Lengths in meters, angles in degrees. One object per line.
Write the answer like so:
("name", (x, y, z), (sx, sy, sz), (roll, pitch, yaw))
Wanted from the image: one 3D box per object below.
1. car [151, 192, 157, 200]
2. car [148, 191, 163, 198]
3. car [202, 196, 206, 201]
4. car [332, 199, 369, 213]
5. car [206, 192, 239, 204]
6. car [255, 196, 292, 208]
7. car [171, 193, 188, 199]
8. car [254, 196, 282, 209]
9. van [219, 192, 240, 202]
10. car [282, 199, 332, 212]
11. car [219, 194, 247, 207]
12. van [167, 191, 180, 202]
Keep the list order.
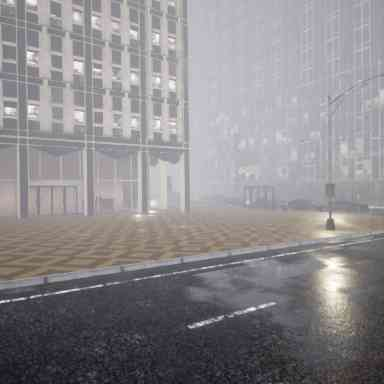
("car", (-9.788, 1.040, 69.279), (2.008, 1.369, 4.403), (0, 1, -34))
("car", (-9.252, 0.686, 83.388), (1.967, 1.590, 4.097), (0, 1, -34))
("car", (3.535, 1.043, 64.591), (1.802, 1.307, 4.206), (0, 1, -34))
("car", (16.426, 1.405, 35.328), (1.994, 1.385, 4.181), (-1, 1, -34))
("car", (4.861, 1.159, 52.356), (1.837, 1.490, 4.892), (-1, 1, -34))
("car", (10.687, 1.275, 43.763), (1.812, 1.442, 4.674), (-1, 1, -34))
("car", (-2.858, 0.936, 73.991), (1.802, 1.307, 4.206), (0, 1, -34))
("car", (9.298, 1.388, 41.021), (1.802, 1.307, 4.206), (0, 1, -34))
("van", (6.730, 0.855, 59.889), (1.690, 1.788, 3.998), (0, 1, -34))
("car", (12.480, 1.423, 36.310), (1.947, 1.339, 4.313), (0, 1, -34))
("car", (6.150, 1.319, 45.753), (1.947, 1.339, 4.313), (0, 1, -34))
("van", (-3.395, 0.937, 59.877), (1.690, 1.788, 3.998), (0, 1, -34))
